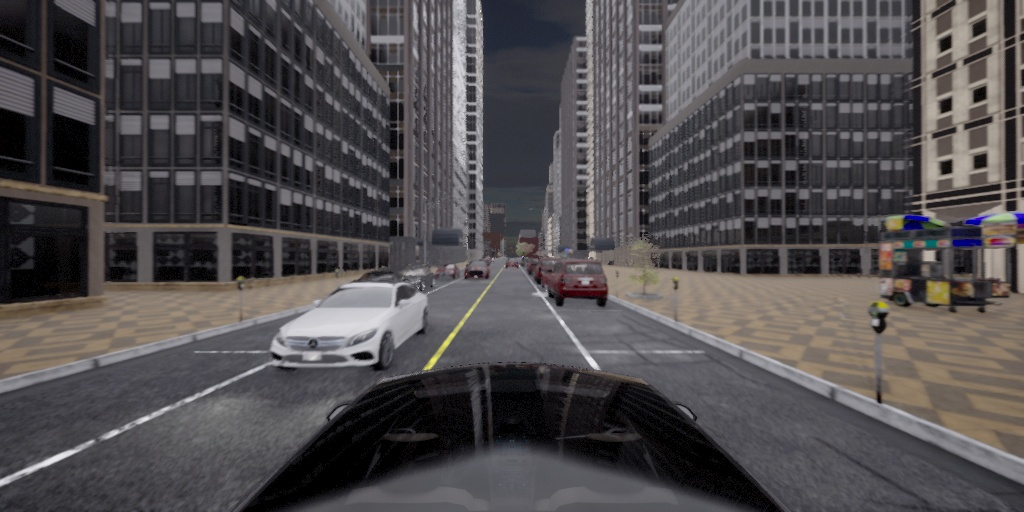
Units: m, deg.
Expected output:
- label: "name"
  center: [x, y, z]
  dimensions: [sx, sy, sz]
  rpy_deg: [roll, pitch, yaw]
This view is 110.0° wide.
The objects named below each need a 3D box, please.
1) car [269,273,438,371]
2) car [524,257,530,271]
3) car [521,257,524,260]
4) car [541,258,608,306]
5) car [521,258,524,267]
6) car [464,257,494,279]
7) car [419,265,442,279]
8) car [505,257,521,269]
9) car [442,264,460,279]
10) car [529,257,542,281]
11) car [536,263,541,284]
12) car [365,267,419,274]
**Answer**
- label: "car"
  center: [-3.079, 1.278, 7.852]
  dimensions: [1.812, 1.442, 4.674]
  rpy_deg: [0, 0, 0]
- label: "car"
  center: [2.698, 1.061, 37.708]
  dimensions: [2.192, 1.841, 5.009]
  rpy_deg: [0, 0, 0]
- label: "car"
  center: [2.703, 1.309, 65.404]
  dimensions: [1.948, 1.339, 4.313]
  rpy_deg: [0, 0, 0]
- label: "car"
  center: [2.694, 1.063, 15.550]
  dimensions: [2.192, 1.841, 5.009]
  rpy_deg: [0, 0, 0]
- label: "car"
  center: [2.700, 1.296, 48.786]
  dimensions: [2.007, 1.370, 4.403]
  rpy_deg: [0, 0, 0]
- label: "car"
  center: [-2.995, 1.123, 32.015]
  dimensions: [2.097, 1.767, 4.553]
  rpy_deg: [0, 0, 0]
- label: "car"
  center: [-5.685, 1.305, 21.090]
  dimensions: [2.007, 1.370, 4.403]
  rpy_deg: [0, 0, 0]
- label: "car"
  center: [0.011, 1.098, 57.062]
  dimensions: [2.097, 1.767, 4.553]
  rpy_deg: [0, 0, 0]
- label: "car"
  center: [-5.683, 1.335, 32.169]
  dimensions: [1.802, 1.307, 4.207]
  rpy_deg: [0, 0, 0]
- label: "car"
  center: [2.696, 1.062, 26.629]
  dimensions: [2.192, 1.841, 5.009]
  rpy_deg: [0, 0, 0]
- label: "car"
  center: [2.695, 1.293, 21.089]
  dimensions: [1.888, 1.381, 4.507]
  rpy_deg: [0, 0, 0]
- label: "car"
  center: [-5.686, 1.320, 15.551]
  dimensions: [1.948, 1.339, 4.313]
  rpy_deg: [0, 0, 0]
